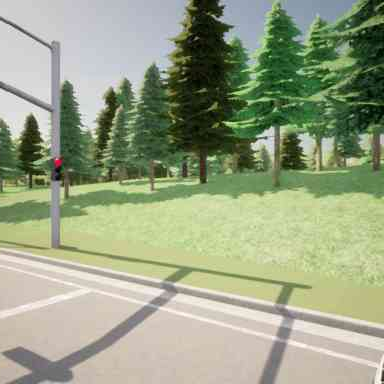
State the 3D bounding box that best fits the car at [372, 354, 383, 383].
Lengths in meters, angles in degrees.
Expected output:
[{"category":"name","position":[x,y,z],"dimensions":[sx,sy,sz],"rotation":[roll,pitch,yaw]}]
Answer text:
[{"category":"car","position":[3.381,1.352,1.583],"dimensions":[4.553,1.767,2.097],"rotation":[0,0,35]}]
